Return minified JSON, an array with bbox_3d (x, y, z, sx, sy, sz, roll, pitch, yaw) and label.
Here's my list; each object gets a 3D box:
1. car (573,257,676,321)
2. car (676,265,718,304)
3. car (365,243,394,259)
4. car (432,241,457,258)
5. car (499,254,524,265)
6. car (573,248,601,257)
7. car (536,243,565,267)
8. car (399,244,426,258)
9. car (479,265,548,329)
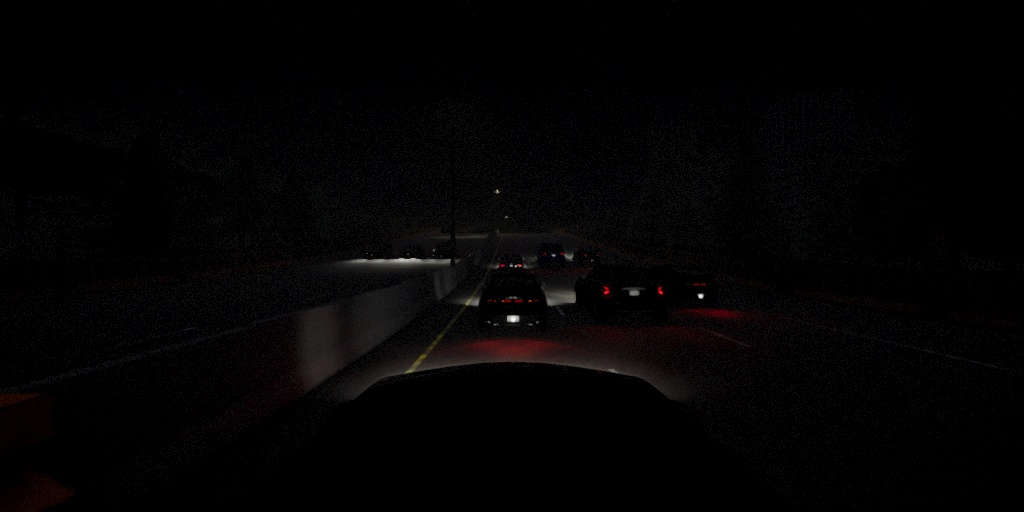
[{"bbox_3d":[3.532,1.053,12.469,2.097,1.767,4.553,0,1,0],"label":"car"},{"bbox_3d":[7.025,1.129,15.770,1.837,1.490,4.892,0,2,0],"label":"car"},{"bbox_3d":[-14.275,-0.641,38.873,1.837,1.490,4.892,0,7,0],"label":"car"},{"bbox_3d":[-7.275,-0.799,38.948,2.097,1.767,4.553,0,7,0],"label":"car"},{"bbox_3d":[-0.042,0.538,27.401,2.033,1.411,5.357,0,4,0],"label":"car"},{"bbox_3d":[6.940,-0.051,33.467,2.128,1.511,4.902,0,6,0],"label":"car"},{"bbox_3d":[3.447,-0.214,32.370,2.150,2.045,5.566,0,6,0],"label":"car"},{"bbox_3d":[-10.776,-0.593,38.991,1.994,1.385,4.181,0,7,0],"label":"car"},{"bbox_3d":[0.031,1.230,11.145,1.837,1.490,4.892,0,1,0],"label":"car"}]
